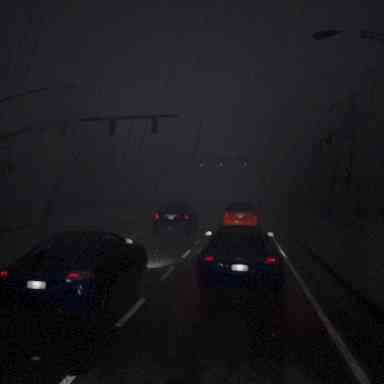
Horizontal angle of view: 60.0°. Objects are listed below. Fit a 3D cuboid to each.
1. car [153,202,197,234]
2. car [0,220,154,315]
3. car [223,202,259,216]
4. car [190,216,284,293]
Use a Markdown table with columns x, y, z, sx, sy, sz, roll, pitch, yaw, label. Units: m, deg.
| x | y | z | sx | sy | sz | roll | pitch | yaw | label |
| --- | --- | --- | --- | --- | --- | --- | --- | --- | --- |
| -0.875 | 1.371 | 19.508 | 2.097 | 1.767 | 4.553 | 0 | 0 | 6 | car |
| -2.424 | 1.570 | 7.722 | 1.994 | 1.385 | 4.181 | 0 | 0 | 7 | car |
| 3.043 | 1.376 | 20.569 | 2.097 | 1.767 | 4.553 | 0 | 0 | 9 | car |
| 1.287 | 1.575 | 9.030 | 1.994 | 1.385 | 4.181 | 0 | 0 | 8 | car |
